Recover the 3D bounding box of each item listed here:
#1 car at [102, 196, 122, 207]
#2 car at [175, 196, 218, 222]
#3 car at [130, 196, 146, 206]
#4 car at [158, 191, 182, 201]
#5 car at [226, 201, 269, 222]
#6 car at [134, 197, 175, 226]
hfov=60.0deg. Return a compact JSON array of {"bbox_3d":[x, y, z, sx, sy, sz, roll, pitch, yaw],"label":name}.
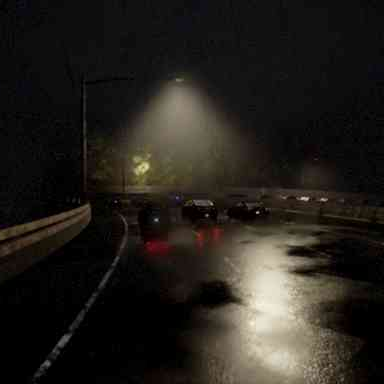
[{"bbox_3d":[-10.928,1.229,45.590,1.994,1.385,4.181,0,1,-25],"label":"car"},{"bbox_3d":[0.439,1.292,24.240,2.128,1.511,4.902,0,1,-13],"label":"car"},{"bbox_3d":[-7.039,1.216,45.548,1.994,1.385,4.181,0,1,-25],"label":"car"},{"bbox_3d":[-2.993,0.863,45.261,2.150,2.045,5.566,0,1,-24],"label":"car"},{"bbox_3d":[3.978,1.351,24.431,1.994,1.385,4.181,0,1,-13],"label":"car"},{"bbox_3d":[-2.570,1.338,21.728,1.837,1.490,4.892,0,1,-12],"label":"car"}]
